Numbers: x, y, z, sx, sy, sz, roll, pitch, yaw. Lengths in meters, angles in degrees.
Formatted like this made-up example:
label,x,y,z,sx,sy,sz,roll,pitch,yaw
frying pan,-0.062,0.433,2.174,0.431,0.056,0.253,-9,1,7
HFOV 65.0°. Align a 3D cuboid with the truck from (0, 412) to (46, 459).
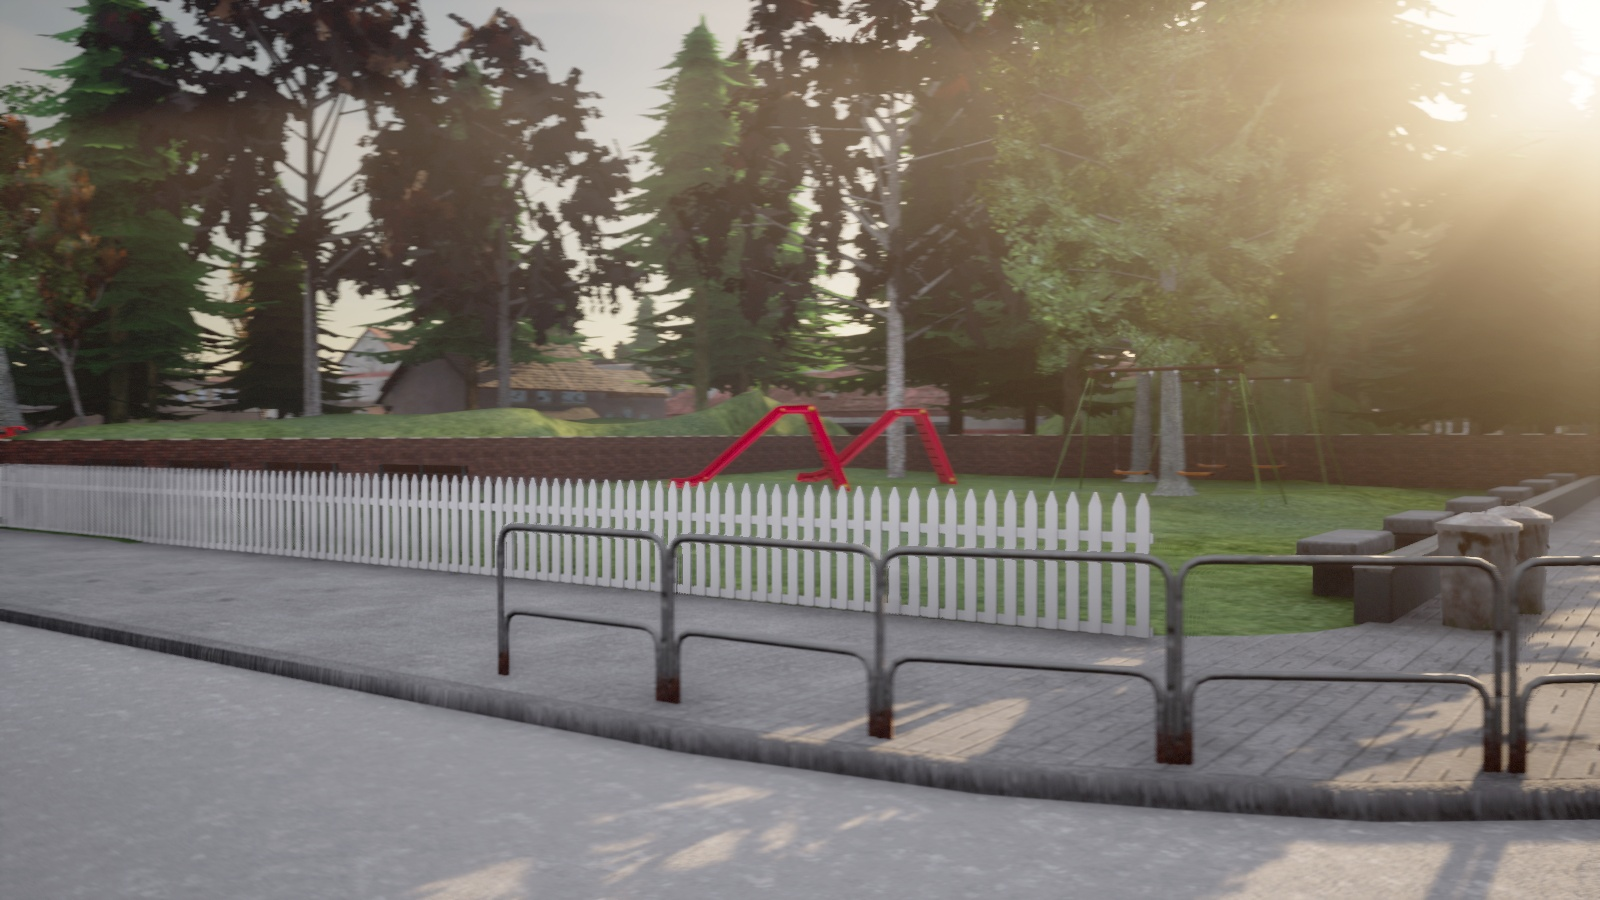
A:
label,x,y,z,sx,sy,sz,roll,pitch,yaw
truck,-43.259,-0.747,66.424,2.627,2.467,5.204,1,1,36
